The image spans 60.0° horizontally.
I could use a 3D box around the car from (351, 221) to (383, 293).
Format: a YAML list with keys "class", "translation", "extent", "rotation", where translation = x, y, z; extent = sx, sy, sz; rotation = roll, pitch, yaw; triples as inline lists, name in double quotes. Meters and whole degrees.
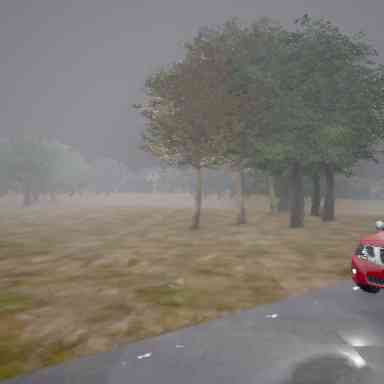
- class: "car"
  translation: [6.069, 1.329, 8.077]
  extent: [5.566, 2.045, 2.150]
  rotation: [1, 0, -39]
